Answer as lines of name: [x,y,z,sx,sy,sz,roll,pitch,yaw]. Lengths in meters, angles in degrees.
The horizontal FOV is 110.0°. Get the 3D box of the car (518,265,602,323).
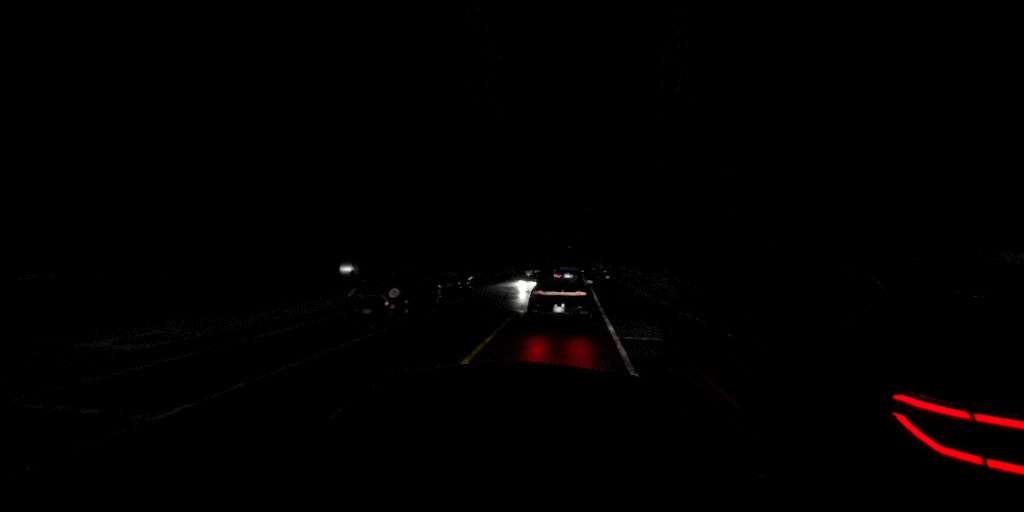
car: [1.687,1.230,12.108,2.128,1.511,4.902,0,0,10]

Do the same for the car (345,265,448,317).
car: [-4.051,1.151,12.821,1.967,1.591,4.097,0,0,10]

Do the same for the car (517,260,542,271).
car: [1.720,1.189,30.868,2.128,1.511,4.902,0,0,10]

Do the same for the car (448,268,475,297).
car: [-3.091,1.287,18.324,1.802,1.307,4.207,0,0,10]

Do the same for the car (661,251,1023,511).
car: [3.311,0.981,3.925,2.150,2.045,5.566,0,0,10]

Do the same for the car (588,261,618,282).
car: [7.242,1.279,27.864,2.007,1.370,4.403,0,0,10]
